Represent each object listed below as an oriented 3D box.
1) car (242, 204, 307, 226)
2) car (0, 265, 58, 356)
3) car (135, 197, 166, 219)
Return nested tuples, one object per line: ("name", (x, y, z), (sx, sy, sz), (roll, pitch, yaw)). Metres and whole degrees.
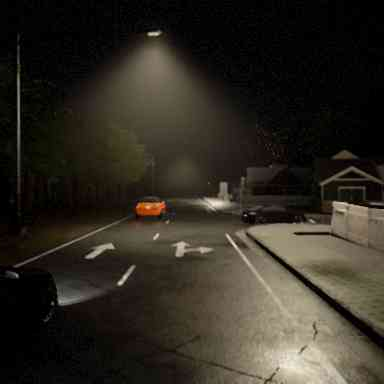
("car", (5.477, 1.515, 22.196), (4.181, 1.385, 1.994), (1, 0, -14))
("car", (-3.399, 1.558, 4.322), (1.994, 1.385, 4.181), (0, 0, 0))
("car", (-3.389, 1.190, 27.816), (2.097, 1.767, 4.553), (0, 0, 0))
